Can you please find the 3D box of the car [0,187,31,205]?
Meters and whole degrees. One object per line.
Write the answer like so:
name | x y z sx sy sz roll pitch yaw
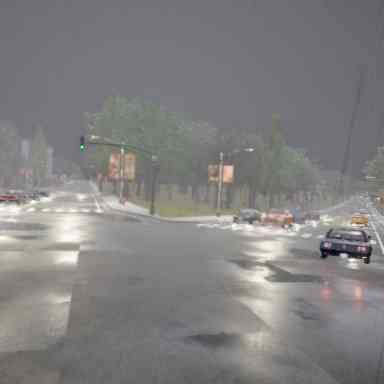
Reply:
car | -17.734 0.505 32.987 1.895 1.301 4.718 2 0 -17

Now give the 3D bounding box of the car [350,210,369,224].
car | 21.450 3.491 42.600 1.882 1.535 5.008 3 -1 28

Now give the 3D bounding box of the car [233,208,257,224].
car | 5.722 2.388 33.658 1.812 1.442 4.674 3 -1 28

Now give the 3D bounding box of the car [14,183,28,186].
car | -27.256 -0.343 52.909 2.150 2.045 5.566 2 0 -17

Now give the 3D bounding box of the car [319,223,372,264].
car | 6.989 2.269 14.962 1.895 1.301 4.718 3 -1 28

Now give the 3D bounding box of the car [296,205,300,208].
car | 16.099 3.118 53.423 2.150 2.045 5.566 3 -2 28

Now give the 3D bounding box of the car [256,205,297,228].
car | 7.953 2.307 30.909 2.097 1.767 4.553 3 -1 28

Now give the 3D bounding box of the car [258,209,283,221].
car | 9.934 2.868 41.732 1.895 1.301 4.718 3 -1 28

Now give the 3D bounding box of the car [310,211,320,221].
car | 18.046 3.554 50.207 1.895 1.301 4.718 3 -1 28

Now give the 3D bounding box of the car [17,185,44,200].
car | -20.745 0.245 42.723 1.837 1.490 4.892 2 0 -17

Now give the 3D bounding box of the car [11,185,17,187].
car | -23.811 0.157 41.652 2.033 1.411 5.357 2 0 -17

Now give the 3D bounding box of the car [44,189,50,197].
car | -24.178 0.170 53.888 1.895 1.301 4.718 2 0 -17

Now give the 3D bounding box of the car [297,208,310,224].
car | 11.933 2.898 38.561 1.994 1.385 4.181 3 -1 28
